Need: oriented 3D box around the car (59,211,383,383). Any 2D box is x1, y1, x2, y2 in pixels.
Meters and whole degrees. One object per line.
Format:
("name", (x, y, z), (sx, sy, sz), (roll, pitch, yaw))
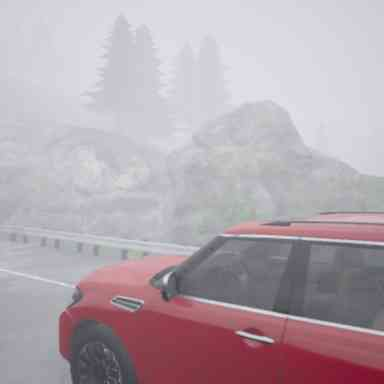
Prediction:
("car", (1.119, 1.214, 3.108), (5.566, 2.045, 2.150), (0, 0, 35))
